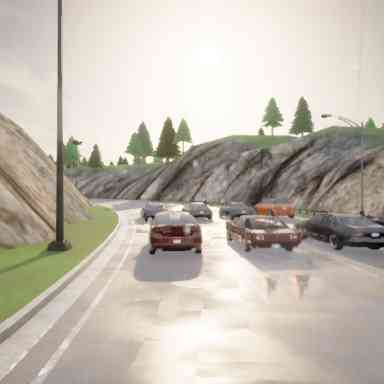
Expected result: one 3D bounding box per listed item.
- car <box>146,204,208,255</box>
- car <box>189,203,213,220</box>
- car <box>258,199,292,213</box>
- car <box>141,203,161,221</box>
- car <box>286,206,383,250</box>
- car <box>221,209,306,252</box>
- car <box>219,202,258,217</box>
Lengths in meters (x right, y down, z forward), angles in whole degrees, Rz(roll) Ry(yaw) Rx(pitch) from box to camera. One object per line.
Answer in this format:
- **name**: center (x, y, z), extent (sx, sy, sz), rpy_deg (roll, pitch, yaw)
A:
- **car**: center (-0.763, 1.482, 13.460), extent (1.882, 1.535, 5.008), rpy_deg (0, 0, -6)
- **car**: center (0.332, 1.570, 28.052), extent (1.994, 1.385, 4.181), rpy_deg (0, 0, -13)
- **car**: center (7.167, 1.364, 29.565), extent (2.097, 1.767, 4.553), rpy_deg (0, 0, -13)
- **car**: center (-3.082, 1.570, 27.281), extent (1.994, 1.385, 4.181), rpy_deg (0, 0, -13)
- **car**: center (6.195, 1.560, 14.231), extent (2.033, 1.411, 5.357), rpy_deg (0, 0, -6)
- **car**: center (2.713, 1.613, 13.875), extent (1.895, 1.301, 4.718), rpy_deg (0, 0, -6)
- **car**: center (3.746, 1.570, 28.824), extent (1.994, 1.385, 4.181), rpy_deg (0, 0, -13)
